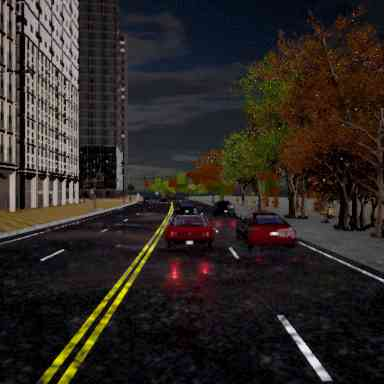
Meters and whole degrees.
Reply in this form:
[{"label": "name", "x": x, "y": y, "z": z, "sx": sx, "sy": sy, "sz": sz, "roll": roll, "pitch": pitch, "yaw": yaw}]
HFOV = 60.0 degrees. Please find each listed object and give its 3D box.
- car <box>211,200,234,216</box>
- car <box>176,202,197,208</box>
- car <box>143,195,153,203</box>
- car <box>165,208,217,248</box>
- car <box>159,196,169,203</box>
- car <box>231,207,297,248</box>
[{"label": "car", "x": 2.736, "y": 1.488, "z": 29.844, "sx": 1.812, "sy": 1.442, "sz": 4.674, "roll": -3, "pitch": -2, "yaw": -2}, {"label": "car", "x": -0.478, "y": 1.571, "z": 29.727, "sx": 1.994, "sy": 1.385, "sz": 4.181, "roll": 0, "pitch": 0, "yaw": -2}, {"label": "car", "x": -8.958, "y": 1.481, "z": 67.531, "sx": 1.837, "sy": 1.490, "sz": 4.892, "roll": 0, "pitch": 0, "yaw": -4}, {"label": "car", "x": -0.120, "y": 1.614, "z": 14.736, "sx": 1.895, "sy": 1.301, "sz": 4.718, "roll": 0, "pitch": 0, "yaw": -1}, {"label": "car", "x": -5.719, "y": 1.581, "z": 67.786, "sx": 1.994, "sy": 1.385, "sz": 4.181, "roll": 0, "pitch": 0, "yaw": -4}, {"label": "car", "x": 3.130, "y": 1.570, "z": 14.757, "sx": 1.994, "sy": 1.385, "sz": 4.181, "roll": 0, "pitch": 0, "yaw": -1}]
